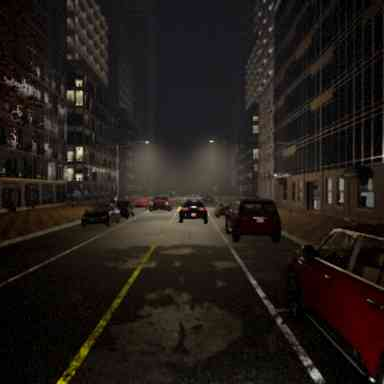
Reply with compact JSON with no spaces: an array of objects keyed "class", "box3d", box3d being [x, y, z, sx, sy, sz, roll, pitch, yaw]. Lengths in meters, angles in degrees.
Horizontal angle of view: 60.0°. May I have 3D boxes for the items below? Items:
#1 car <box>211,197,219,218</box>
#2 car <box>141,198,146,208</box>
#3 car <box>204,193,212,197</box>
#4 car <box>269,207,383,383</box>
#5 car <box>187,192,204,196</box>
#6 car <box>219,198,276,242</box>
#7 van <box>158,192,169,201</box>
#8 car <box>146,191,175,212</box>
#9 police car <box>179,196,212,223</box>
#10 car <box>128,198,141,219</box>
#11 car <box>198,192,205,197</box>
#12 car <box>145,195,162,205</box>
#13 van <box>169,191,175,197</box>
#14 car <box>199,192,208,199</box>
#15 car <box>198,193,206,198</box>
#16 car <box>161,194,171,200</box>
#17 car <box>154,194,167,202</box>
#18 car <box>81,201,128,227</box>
[{"class":"car","box3d":[2.692,1.326,27.067,1.752,1.417,4.829,0,0,0]},{"class":"car","box3d":[-5.689,1.296,38.293,1.802,1.307,4.206,0,0,0]},{"class":"car","box3d":[2.691,1.145,55.358,1.947,1.339,4.313,0,0,0]},{"class":"car","box3d":[2.694,1.285,4.128,2.192,1.841,5.009,0,0,0]},{"class":"car","box3d":[0.099,1.038,41.848,2.097,1.767,4.553,0,0,0]},{"class":"car","box3d":[2.693,1.202,15.513,2.192,1.841,5.009,0,0,0]},{"class":"van","box3d":[-5.689,0.828,66.753,1.690,1.788,3.998,0,0,0]},{"class":"car","box3d":[-3.098,1.101,33.811,2.097,1.767,4.553,0,0,0]},{"class":"police car","box3d":[0.097,1.322,24.192,2.038,1.542,4.974,0,0,0]},{"class":"car","box3d":[-5.689,1.368,26.911,1.947,1.339,4.313,0,0,0]},{"class":"car","box3d":[2.690,0.774,95.370,1.752,1.417,4.829,0,0,0]},{"class":"car","box3d":[-5.689,1.175,49.678,2.008,1.369,4.403,0,0,0]},{"class":"van","box3d":[-5.689,0.591,95.213,1.690,1.788,3.998,0,0,0]},{"class":"car","box3d":[2.692,0.834,78.123,1.967,1.590,4.097,0,0,0]},{"class":"car","box3d":[2.690,0.881,89.508,1.802,1.307,4.206,0,0,0]},{"class":"car","box3d":[-5.690,1.022,72.447,1.802,1.307,4.206,0,0,0]},{"class":"car","box3d":[-5.690,1.078,61.062,1.887,1.381,4.507,0,0,0]},{"class":"car","box3d":[-5.688,1.395,21.218,2.008,1.369,4.403,0,0,0]}]
